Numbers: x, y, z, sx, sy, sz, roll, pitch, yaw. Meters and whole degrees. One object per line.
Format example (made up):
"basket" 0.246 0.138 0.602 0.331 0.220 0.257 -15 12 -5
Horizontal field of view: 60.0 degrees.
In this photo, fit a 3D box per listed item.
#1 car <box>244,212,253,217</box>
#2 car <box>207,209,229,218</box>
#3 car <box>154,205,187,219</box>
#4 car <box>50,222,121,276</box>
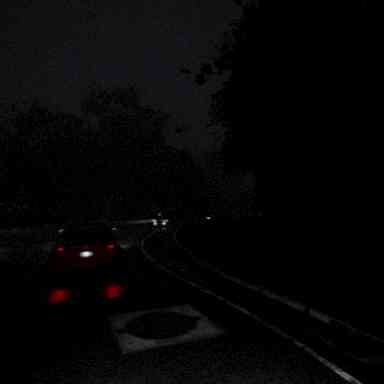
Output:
"car" 11.720 4.634 65.685 1.812 1.442 4.674 -1 -5 25
"car" 3.930 3.150 49.269 2.033 1.411 5.357 -1 -5 25
"car" -2.267 2.161 36.146 2.128 1.511 4.902 -1 -3 25
"car" -3.446 1.700 11.044 1.994 1.385 4.181 -1 0 -16
